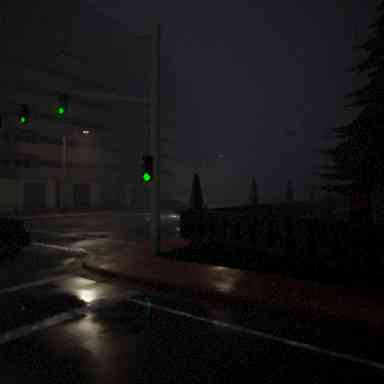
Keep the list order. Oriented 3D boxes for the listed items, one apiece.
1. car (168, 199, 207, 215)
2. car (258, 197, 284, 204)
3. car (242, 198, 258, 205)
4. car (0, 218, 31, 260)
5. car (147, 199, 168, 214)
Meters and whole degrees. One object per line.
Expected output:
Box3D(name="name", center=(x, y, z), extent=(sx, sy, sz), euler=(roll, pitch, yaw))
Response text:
Box3D(name="car", center=(-0.163, 1.592, 34.078), extent=(1.994, 1.385, 4.181), euler=(0, 0, 35))
Box3D(name="car", center=(12.949, 1.575, 52.808), extent=(2.033, 1.411, 5.357), euler=(0, 0, 35))
Box3D(name="car", center=(9.901, 1.588, 54.554), extent=(1.994, 1.385, 4.181), euler=(0, 0, 35))
Box3D(name="car", center=(-8.020, 1.258, 10.297), extent=(2.150, 2.045, 5.566), euler=(0, 0, 35))
Box3D(name="car", center=(-2.821, 1.528, 36.387), extent=(1.837, 1.490, 4.892), euler=(0, 0, 35))
